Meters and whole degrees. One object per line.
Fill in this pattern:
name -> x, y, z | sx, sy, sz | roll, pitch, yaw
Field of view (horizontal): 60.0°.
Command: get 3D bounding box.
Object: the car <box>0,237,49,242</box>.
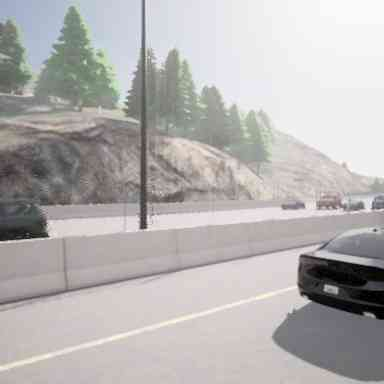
car -> -7.883, 1.253, 11.332 | 5.566, 2.045, 2.150 | 0, 0, -36

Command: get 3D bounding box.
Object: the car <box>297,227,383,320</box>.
car -> 4.307, 1.500, 7.149 | 5.008, 1.535, 1.882 | 0, 0, -38
